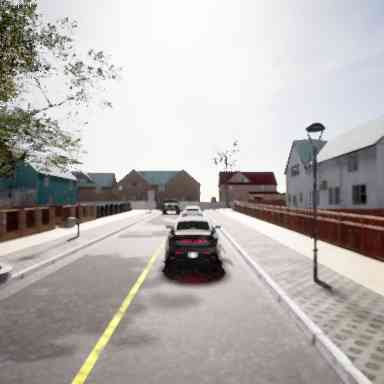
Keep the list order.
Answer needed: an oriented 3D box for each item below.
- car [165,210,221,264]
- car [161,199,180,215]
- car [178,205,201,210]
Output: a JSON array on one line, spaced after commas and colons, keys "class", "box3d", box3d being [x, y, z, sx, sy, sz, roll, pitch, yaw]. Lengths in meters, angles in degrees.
[{"class": "car", "box3d": [0.046, 1.660, 12.395, 1.837, 1.490, 4.892, 0, 0, 0]}, {"class": "car", "box3d": [-2.777, 1.901, 44.406, 2.150, 2.045, 5.566, 0, -1, 0]}, {"class": "car", "box3d": [0.054, 1.915, 28.082, 1.812, 1.442, 4.674, 0, -1, 1]}]
